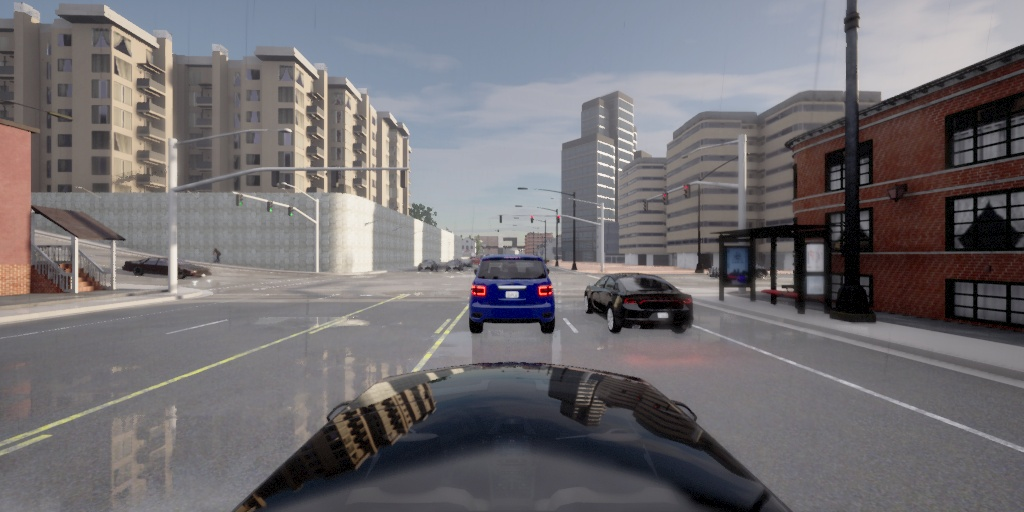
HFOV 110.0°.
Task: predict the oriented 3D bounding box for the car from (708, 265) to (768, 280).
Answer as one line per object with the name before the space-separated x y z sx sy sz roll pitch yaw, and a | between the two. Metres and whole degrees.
car | 19.453 1.275 30.988 4.674 1.442 1.812 0 0 -1

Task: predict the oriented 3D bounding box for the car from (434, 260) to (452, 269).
car | -11.116 1.351 58.050 1.895 1.301 4.718 0 0 0

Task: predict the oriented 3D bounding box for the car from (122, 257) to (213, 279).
car | -25.632 0.837 26.738 5.357 1.411 2.033 5 0 -1

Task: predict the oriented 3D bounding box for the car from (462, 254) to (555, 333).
car | -0.007 0.971 10.858 2.150 2.045 5.566 0 0 0

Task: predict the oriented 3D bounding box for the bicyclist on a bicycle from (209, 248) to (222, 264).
bicyclist on a bicycle | -31.073 0.029 37.679 0.582 1.620 1.656 6 0 0

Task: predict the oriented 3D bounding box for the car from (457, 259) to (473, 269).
car | -7.614 1.228 58.581 1.882 1.535 5.008 0 1 0

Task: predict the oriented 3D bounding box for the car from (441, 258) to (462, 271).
car | -7.520 1.241 47.329 2.128 1.511 4.902 0 0 0

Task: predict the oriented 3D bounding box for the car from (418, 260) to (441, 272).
car | -11.017 1.241 47.226 2.128 1.511 4.902 0 0 0

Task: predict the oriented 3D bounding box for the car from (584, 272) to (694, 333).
car | 3.494 1.228 10.798 1.882 1.535 5.008 0 0 0
